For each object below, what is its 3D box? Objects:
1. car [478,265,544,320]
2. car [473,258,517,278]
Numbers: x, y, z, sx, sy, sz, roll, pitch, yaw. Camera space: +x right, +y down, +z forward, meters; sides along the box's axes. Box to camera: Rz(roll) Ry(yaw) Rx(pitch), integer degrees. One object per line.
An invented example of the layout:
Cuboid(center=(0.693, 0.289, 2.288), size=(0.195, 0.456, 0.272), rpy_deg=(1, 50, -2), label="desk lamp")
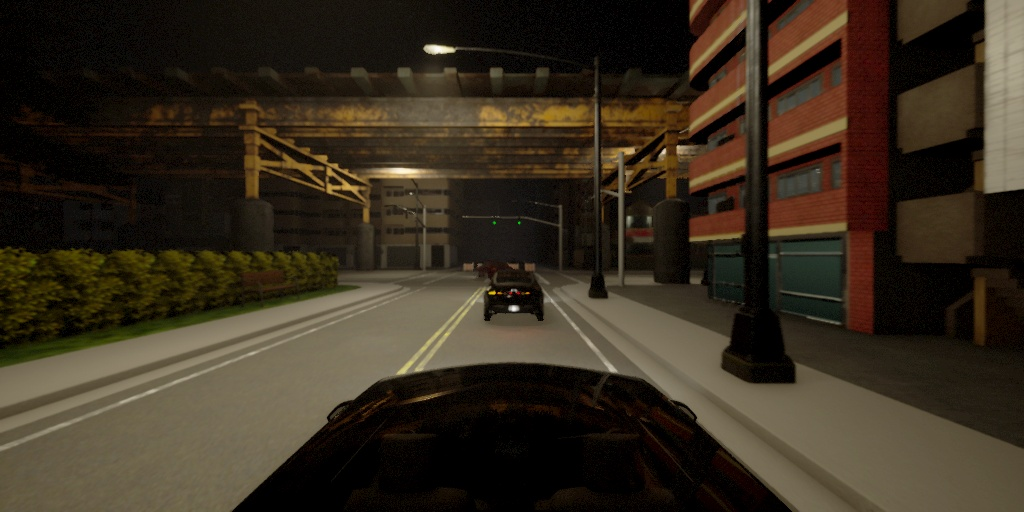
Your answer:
Cuboid(center=(0.068, 1.218, 12.434), size=(1.837, 1.490, 4.892), rpy_deg=(0, 0, 0), label="car")
Cuboid(center=(-1.557, 1.134, 29.227), size=(1.882, 1.535, 5.008), rpy_deg=(1, 0, -20), label="car")
